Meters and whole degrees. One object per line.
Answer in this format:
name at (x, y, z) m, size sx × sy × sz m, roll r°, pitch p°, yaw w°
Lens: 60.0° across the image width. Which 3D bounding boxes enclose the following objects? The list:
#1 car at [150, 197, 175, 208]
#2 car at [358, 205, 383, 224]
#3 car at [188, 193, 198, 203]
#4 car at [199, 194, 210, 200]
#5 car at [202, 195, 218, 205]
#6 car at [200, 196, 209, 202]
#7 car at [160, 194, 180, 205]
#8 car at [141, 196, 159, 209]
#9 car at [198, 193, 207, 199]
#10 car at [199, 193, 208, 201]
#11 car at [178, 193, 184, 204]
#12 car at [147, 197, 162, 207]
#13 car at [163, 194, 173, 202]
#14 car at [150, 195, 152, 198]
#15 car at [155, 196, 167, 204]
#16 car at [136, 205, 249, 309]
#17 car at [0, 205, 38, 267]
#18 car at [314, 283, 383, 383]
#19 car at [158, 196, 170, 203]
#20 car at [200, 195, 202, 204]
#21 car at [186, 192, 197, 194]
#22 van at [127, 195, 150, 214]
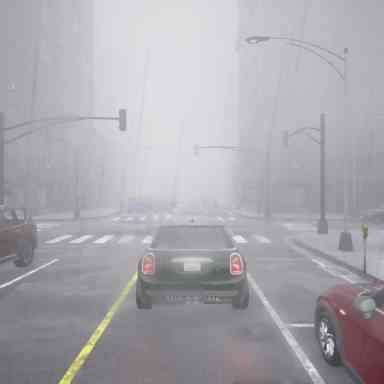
car at (-3.098, 1.544, 35.855) m, size 2.033 × 1.411 × 5.357 m, roll 0°, pitch 0°, yaw -4°
car at (14.394, 1.516, 23.707) m, size 4.674 × 1.442 × 1.812 m, roll 0°, pitch 0°, yaw 1°
car at (0.104, 1.516, 66.573) m, size 1.812 × 1.442 × 4.674 m, roll 0°, pitch 0°, yaw 0°
car at (2.711, 1.558, 57.944) m, size 1.947 × 1.339 × 4.313 m, roll 0°, pitch 0°, yaw 0°
car at (2.702, 1.520, 46.925) m, size 1.752 × 1.417 × 4.829 m, roll 0°, pitch 0°, yaw 0°
car at (2.723, 1.570, 74.727) m, size 1.802 × 1.307 × 4.206 m, roll 0°, pitch 0°, yaw 0°
car at (-3.066, 1.472, 46.182) m, size 1.882 × 1.535 × 5.008 m, roll 0°, pitch 0°, yaw 0°
car at (-5.824, 1.434, 46.738) m, size 1.967 × 1.590 × 4.097 m, roll 0°, pitch 0°, yaw 0°
car at (2.715, 1.306, 63.538) m, size 2.192 × 1.841 × 5.009 m, roll 0°, pitch 0°, yaw 0°
car at (3.065, 1.210, 86.549) m, size 2.150 × 2.045 × 5.566 m, roll 0°, pitch 0°, yaw 0°
car at (-3.018, 1.469, 61.181) m, size 1.882 × 1.535 × 5.008 m, roll 0°, pitch 0°, yaw 0°
car at (-5.820, 1.538, 52.334) m, size 1.887 × 1.381 × 4.507 m, roll 0°, pitch 0°, yaw 0°
car at (-5.798, 1.302, 80.312) m, size 2.192 × 1.841 × 5.009 m, roll 0°, pitch 0°, yaw 0°
car at (-5.828, 1.310, 41.142) m, size 2.192 × 1.841 × 5.009 m, roll 0°, pitch 0°, yaw 0°
car at (-5.811, 1.516, 63.355) m, size 1.752 × 1.417 × 4.829 m, roll 0°, pitch 0°, yaw 0°
car at (0.015, 1.352, 8.020) m, size 2.097 × 1.767 × 4.553 m, roll 0°, pitch 0°, yaw 0°
car at (-5.853, 1.315, 8.598) m, size 2.192 × 1.841 × 5.009 m, roll 0°, pitch 0°, yaw 0°
car at (2.669, 1.440, 3.094) m, size 1.967 × 1.590 × 4.097 m, roll 0°, pitch 0°, yaw 0°
car at (-5.807, 1.540, 69.121) m, size 2.008 × 1.369 × 4.403 m, roll 0°, pitch 0°, yaw 0°
car at (2.707, 1.544, 52.349) m, size 2.008 × 1.369 × 4.403 m, roll 0°, pitch 0°, yaw 0°
car at (0.057, 1.362, 76.540) m, size 1.812 × 1.442 × 4.674 m, roll 0°, pitch 0°, yaw 0°
van at (-5.832, 1.337, 35.546) m, size 1.690 × 1.788 × 3.998 m, roll 0°, pitch 0°, yaw 0°
